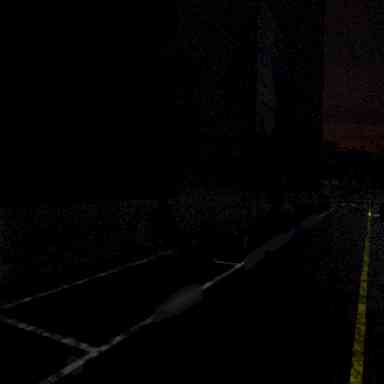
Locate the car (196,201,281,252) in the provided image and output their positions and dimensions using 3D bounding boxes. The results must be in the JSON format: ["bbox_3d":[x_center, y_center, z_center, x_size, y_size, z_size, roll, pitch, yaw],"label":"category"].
[{"bbox_3d":[1.733,1.207,12.460,1.887,1.381,4.507,1,1,28],"label":"car"}]

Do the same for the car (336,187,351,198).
[{"bbox_3d":[24.842,0.317,55.071,1.802,1.307,4.206,1,2,28],"label":"car"}]

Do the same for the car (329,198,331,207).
[{"bbox_3d":[11.986,0.830,31.368,1.947,1.339,4.313,1,2,28],"label":"car"}]

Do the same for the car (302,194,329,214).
[{"bbox_3d":[9.423,0.917,26.639,2.008,1.369,4.403,1,2,28],"label":"car"}]

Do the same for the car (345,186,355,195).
[{"bbox_3d":[27.551,-0.066,60.057,2.192,1.841,5.009,1,2,28],"label":"car"}]

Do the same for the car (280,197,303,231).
[{"bbox_3d":[4.296,1.147,17.187,1.802,1.307,4.206,1,1,28],"label":"car"}]

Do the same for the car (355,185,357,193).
[{"bbox_3d":[32.966,-0.303,70.040,2.192,1.841,5.009,1,2,28],"label":"car"}]

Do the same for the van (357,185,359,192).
[{"bbox_3d":[41.088,-0.642,85.014,1.690,1.788,3.998,1,2,28],"label":"van"}]

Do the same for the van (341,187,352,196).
[{"bbox_3d":[30.259,-0.157,65.049,1.690,1.788,3.998,1,2,28],"label":"van"}]

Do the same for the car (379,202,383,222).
[{"bbox_3d":[13.163,1.141,21.289,1.994,1.385,4.181,2,2,29],"label":"car"}]
